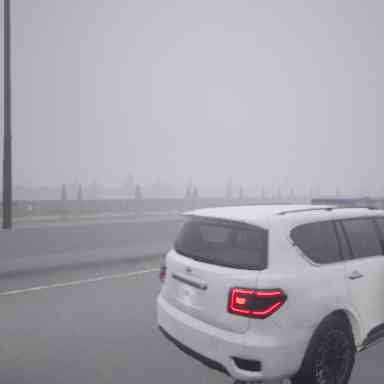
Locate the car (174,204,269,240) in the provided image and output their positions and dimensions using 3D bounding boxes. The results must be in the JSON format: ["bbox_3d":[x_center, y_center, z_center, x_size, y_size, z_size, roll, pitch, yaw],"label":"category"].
[{"bbox_3d":[1.674,1.492,17.961,4.902,1.511,2.128,0,0,-35],"label":"car"}]

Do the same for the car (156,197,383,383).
[{"bbox_3d":[2.124,1.209,5.276,5.566,2.045,2.150,0,0,-36],"label":"car"}]
